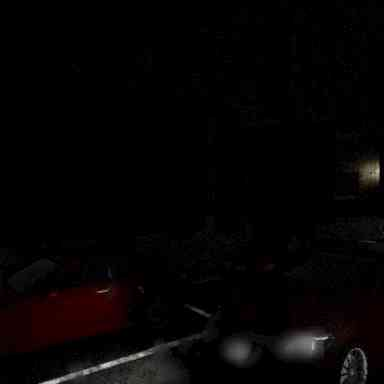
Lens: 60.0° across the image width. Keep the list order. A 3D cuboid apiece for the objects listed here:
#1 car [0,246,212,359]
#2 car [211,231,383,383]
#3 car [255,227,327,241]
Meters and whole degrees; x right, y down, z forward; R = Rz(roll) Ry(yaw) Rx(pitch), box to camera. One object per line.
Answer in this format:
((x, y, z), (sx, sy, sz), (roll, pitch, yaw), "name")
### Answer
((-1.930, 1.582, 5.273), (4.206, 1.307, 1.802), (0, 0, -35), "car")
((2.437, 1.526, 5.114), (4.674, 1.442, 1.812), (0, 0, -35), "car")
((2.631, 1.583, 8.525), (4.206, 1.307, 1.802), (0, 0, -35), "car")
